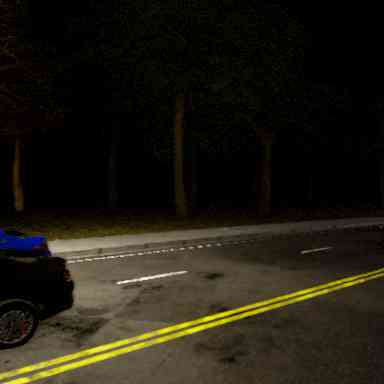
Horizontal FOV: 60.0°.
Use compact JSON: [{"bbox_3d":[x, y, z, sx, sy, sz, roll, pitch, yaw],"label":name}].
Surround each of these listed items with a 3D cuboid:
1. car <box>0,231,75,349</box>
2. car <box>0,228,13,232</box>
[{"bbox_3d":[-4.118,1.526,4.727,4.674,1.442,1.812,0,0,-36],"label":"car"},{"bbox_3d":[-5.709,1.528,7.585,4.674,1.442,1.812,0,0,-36],"label":"car"}]
